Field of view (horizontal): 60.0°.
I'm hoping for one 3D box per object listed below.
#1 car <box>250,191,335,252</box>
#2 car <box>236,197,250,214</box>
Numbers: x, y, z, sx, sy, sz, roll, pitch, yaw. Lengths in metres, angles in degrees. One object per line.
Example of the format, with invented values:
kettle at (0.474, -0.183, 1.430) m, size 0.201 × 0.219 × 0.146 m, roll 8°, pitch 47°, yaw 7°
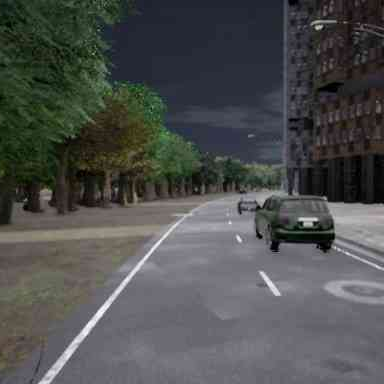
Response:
car at (3.962, 1.132, 13.699) m, size 2.150 × 2.045 × 5.566 m, roll 0°, pitch 0°, yaw 2°
car at (5.246, 1.235, 31.462) m, size 2.128 × 1.511 × 4.902 m, roll 0°, pitch 1°, yaw 6°
